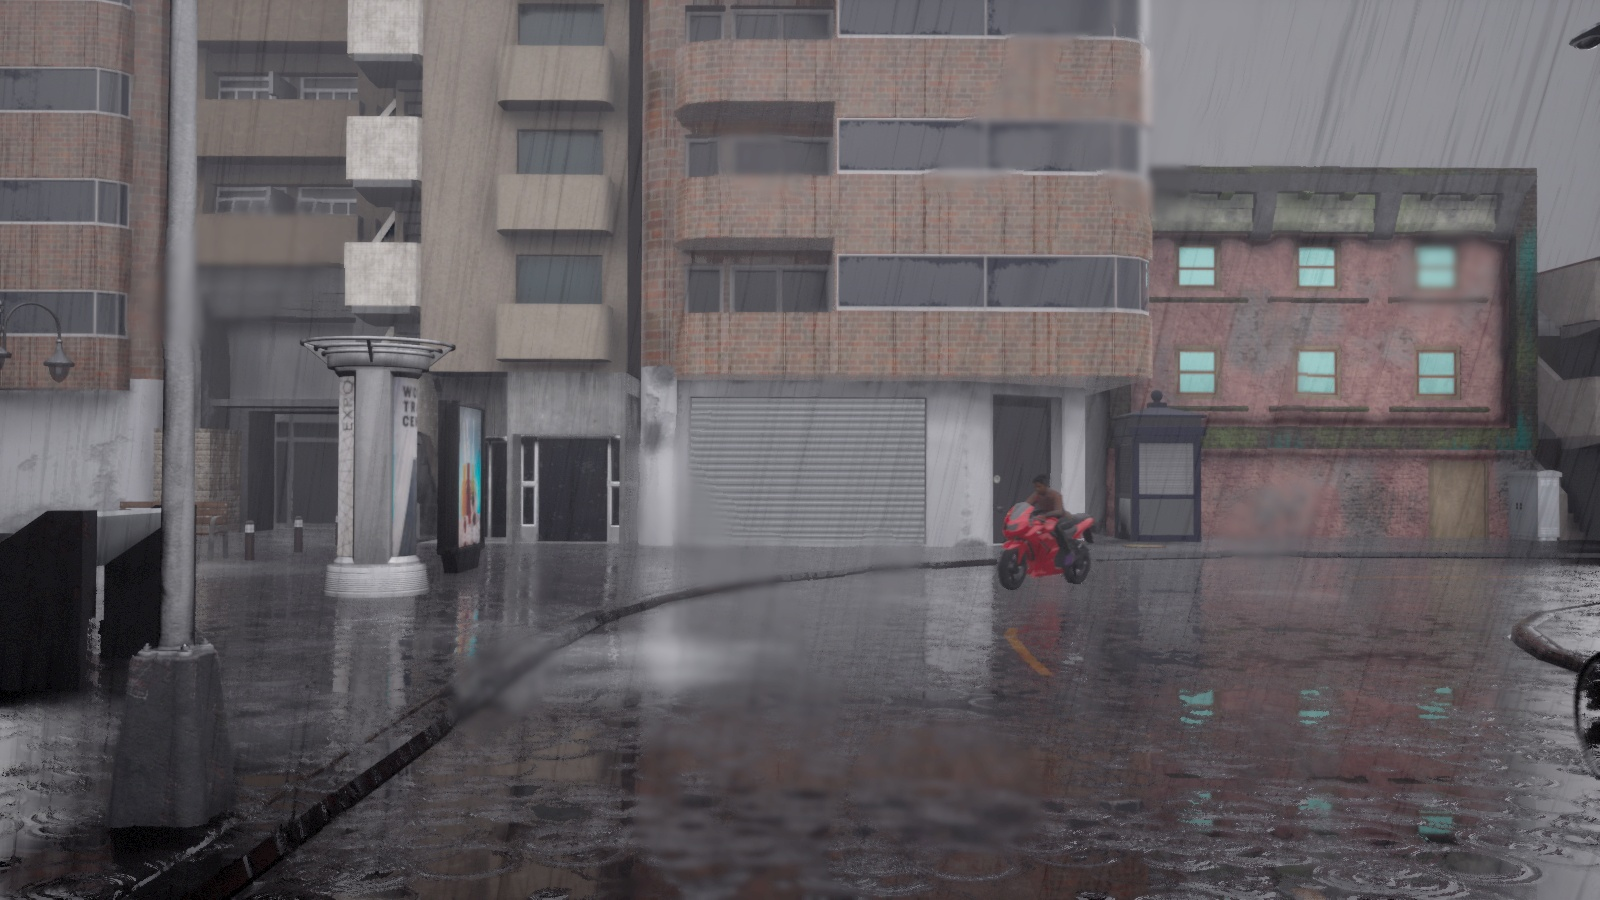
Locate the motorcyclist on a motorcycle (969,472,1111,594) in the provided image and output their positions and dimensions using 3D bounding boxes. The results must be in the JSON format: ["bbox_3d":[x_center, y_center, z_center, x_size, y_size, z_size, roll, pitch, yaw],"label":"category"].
[{"bbox_3d":[3.249,1.069,16.873,2.044,1.523,0.797,1,0,-42],"label":"motorcyclist on a motorcycle"}]

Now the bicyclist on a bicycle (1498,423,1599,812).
[{"bbox_3d":[3.984,0.764,5.632,0.659,1.776,1.843,0,-1,0],"label":"bicyclist on a bicycle"}]
